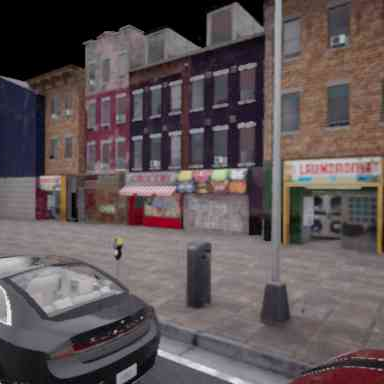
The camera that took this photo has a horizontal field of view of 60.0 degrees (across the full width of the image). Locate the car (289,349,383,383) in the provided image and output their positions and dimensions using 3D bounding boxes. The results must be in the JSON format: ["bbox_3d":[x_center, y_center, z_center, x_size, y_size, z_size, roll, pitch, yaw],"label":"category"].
[{"bbox_3d":[2.158,1.440,1.259,4.097,1.590,1.967,0,1,36],"label":"car"}]

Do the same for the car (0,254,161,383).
[{"bbox_3d":[-2.417,1.552,4.525,4.403,1.369,2.008,0,1,36],"label":"car"}]
